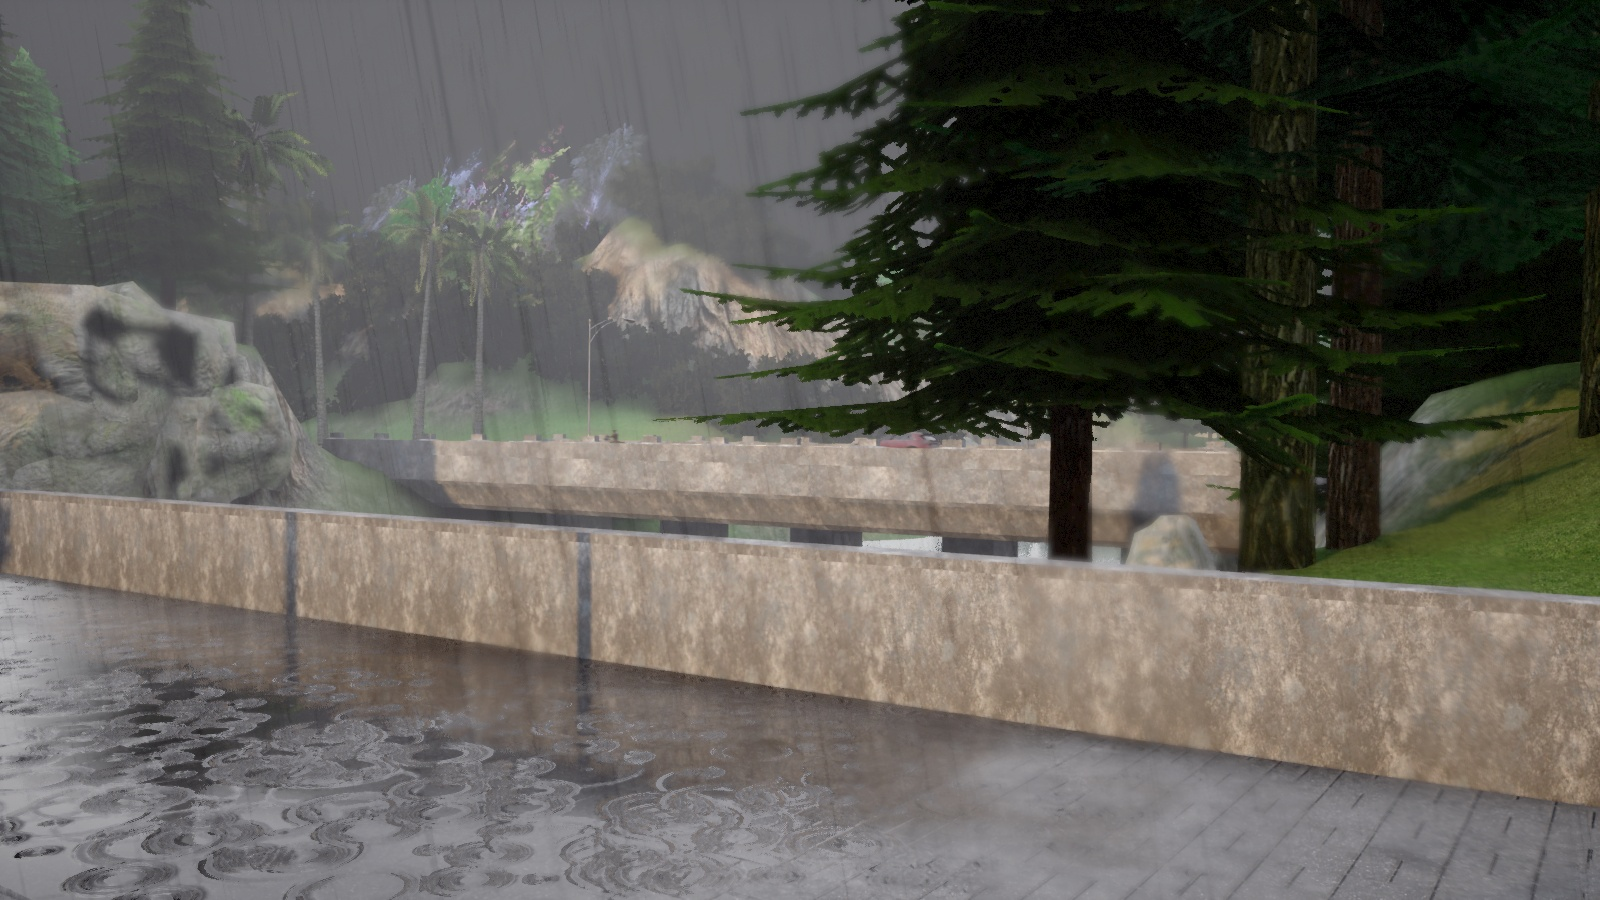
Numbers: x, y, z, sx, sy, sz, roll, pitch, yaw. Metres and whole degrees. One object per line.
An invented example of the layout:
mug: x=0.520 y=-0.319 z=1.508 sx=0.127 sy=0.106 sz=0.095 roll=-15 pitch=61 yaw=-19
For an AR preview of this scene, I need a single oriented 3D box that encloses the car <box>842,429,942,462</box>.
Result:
car: x=4.789 y=-0.275 z=65.527 sx=4.856 sy=1.649 sz=2.033 roll=0 pitch=1 yaw=34
